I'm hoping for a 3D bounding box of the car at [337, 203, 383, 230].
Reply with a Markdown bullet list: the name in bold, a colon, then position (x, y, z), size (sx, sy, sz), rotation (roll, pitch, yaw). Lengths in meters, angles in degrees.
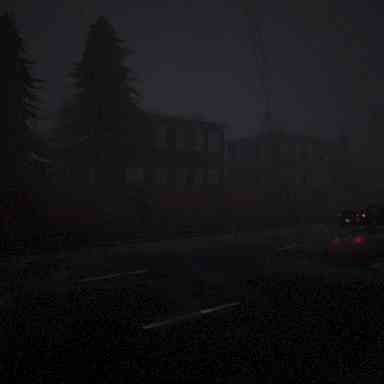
- **car**: position (10.534, 1.376, 19.877), size (4.674, 1.442, 1.812), rotation (-1, 0, -36)
